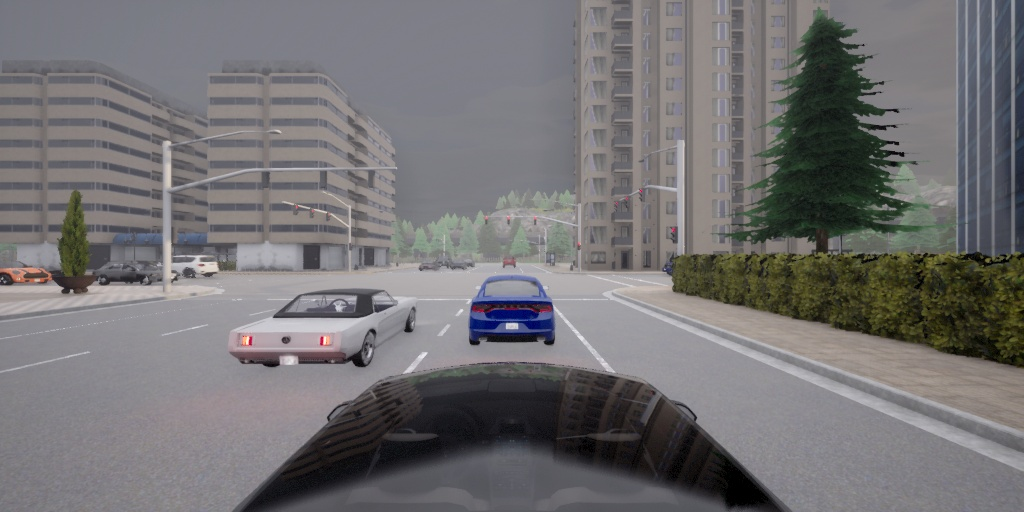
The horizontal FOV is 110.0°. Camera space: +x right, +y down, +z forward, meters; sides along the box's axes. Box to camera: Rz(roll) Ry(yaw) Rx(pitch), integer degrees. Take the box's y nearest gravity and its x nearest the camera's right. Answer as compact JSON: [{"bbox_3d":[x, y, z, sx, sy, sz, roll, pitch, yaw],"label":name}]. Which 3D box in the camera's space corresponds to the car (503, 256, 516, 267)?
[{"bbox_3d":[-0.483,0.971,64.282,2.150,2.045,5.566,0,0,-1],"label":"car"}]

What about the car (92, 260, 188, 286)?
[{"bbox_3d":[-25.947,1.241,24.792,4.902,1.511,2.128,0,0,1],"label":"car"}]

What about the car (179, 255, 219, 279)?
[{"bbox_3d":[-29.484,0.971,32.020,5.566,2.045,2.150,0,0,0],"label":"car"}]

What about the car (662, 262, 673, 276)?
[{"bbox_3d":[17.892,0.971,35.469,5.566,2.045,2.150,0,0,0],"label":"car"}]

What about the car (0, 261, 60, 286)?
[{"bbox_3d":[-35.099,1.102,24.822,4.553,1.767,2.097,0,0,0],"label":"car"}]

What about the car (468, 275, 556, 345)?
[{"bbox_3d":[-0.004,1.228,9.521,1.882,1.535,5.008,0,0,0],"label":"car"}]

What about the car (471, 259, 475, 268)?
[{"bbox_3d":[-7.610,1.227,62.387,1.882,1.535,5.008,0,0,0],"label":"car"}]

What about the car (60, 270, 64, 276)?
[{"bbox_3d":[-38.615,1.351,28.329,4.718,1.301,1.895,0,0,0],"label":"car"}]

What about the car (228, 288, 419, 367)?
[{"bbox_3d":[-3.497,1.351,7.855,1.895,1.301,4.718,0,0,0],"label":"car"}]

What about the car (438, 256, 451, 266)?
[{"bbox_3d":[-11.091,0.973,58.369,2.150,2.045,5.566,0,0,0],"label":"car"}]

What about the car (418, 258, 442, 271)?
[{"bbox_3d":[-10.996,1.314,47.483,1.994,1.385,4.181,0,0,0],"label":"car"}]

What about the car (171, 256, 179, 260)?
[{"bbox_3d":[-29.624,1.102,28.320,4.553,1.767,2.097,0,0,0],"label":"car"}]

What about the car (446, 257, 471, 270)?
[{"bbox_3d":[-7.519,1.298,51.187,2.033,1.411,5.357,0,0,0],"label":"car"}]
